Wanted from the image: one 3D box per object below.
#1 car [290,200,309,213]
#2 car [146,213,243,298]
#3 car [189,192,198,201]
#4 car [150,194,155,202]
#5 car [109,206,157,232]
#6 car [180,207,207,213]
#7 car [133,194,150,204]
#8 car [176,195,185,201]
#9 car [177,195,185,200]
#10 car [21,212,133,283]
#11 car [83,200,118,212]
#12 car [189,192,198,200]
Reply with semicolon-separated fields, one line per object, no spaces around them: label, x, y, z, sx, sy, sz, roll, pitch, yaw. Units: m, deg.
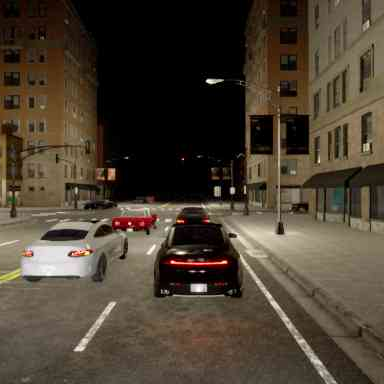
car;13.213;1.528;36.317;4.902;1.511;2.128;0;0;-1
car;0.136;1.505;8.501;1.837;1.490;4.892;0;0;0
car;0.349;1.477;79.726;1.837;1.490;4.892;0;0;0
car;-9.430;1.338;73.395;2.097;1.767;4.553;0;0;0
car;-3.071;1.600;18.738;1.895;1.301;4.718;0;0;0
car;0.075;1.524;17.746;1.812;1.442;4.674;0;0;0
car;-9.540;1.536;61.411;2.033;1.411;5.357;0;0;1
car;-2.900;1.502;80.157;1.812;1.442;4.674;0;0;0
car;-2.856;1.398;90.160;1.994;1.385;4.181;0;0;0
car;-3.115;1.525;9.581;1.812;1.442;4.674;0;0;0
car;-10.937;1.610;40.086;1.895;1.301;4.718;0;0;20
car;0.394;1.070;90.175;2.150;2.045;5.566;0;0;0
